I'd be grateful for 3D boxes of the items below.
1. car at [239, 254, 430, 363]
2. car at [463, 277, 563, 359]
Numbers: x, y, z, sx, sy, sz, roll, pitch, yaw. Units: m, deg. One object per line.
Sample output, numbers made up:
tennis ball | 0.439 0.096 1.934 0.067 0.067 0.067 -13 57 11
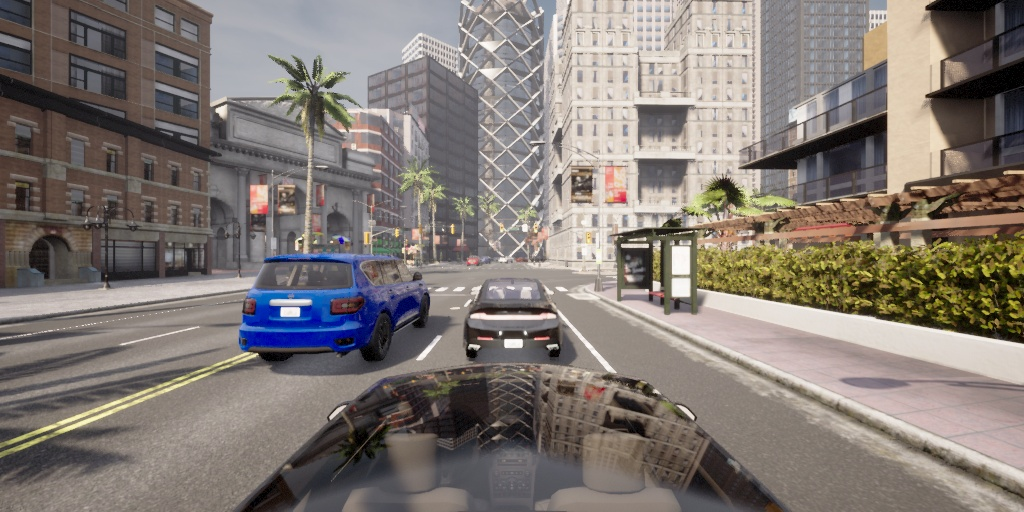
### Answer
car | -3.487 0.971 8.309 2.150 2.045 5.566 0 0 0
car | 0.014 1.242 8.398 2.128 1.511 4.902 0 0 0
